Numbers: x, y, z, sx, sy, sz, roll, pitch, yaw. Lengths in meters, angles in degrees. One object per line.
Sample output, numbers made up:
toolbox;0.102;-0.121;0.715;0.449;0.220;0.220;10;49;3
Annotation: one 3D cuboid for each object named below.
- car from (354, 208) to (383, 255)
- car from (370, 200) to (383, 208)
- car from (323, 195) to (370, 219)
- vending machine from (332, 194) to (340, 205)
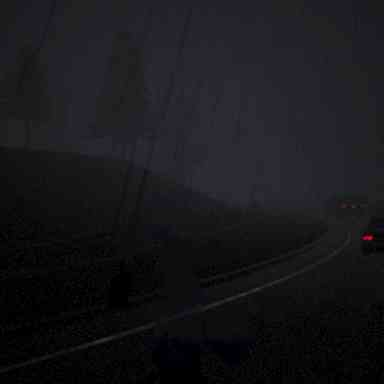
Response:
car;7.695;1.581;12.777;2.033;1.411;5.357;0;0;33
car;16.825;1.427;28.766;2.097;1.767;4.553;0;0;8
car;13.604;1.312;30.062;2.150;2.045;5.566;0;0;6
vending machine;28.215;1.395;65.316;1.100;2.100;0.880;0;0;-8
